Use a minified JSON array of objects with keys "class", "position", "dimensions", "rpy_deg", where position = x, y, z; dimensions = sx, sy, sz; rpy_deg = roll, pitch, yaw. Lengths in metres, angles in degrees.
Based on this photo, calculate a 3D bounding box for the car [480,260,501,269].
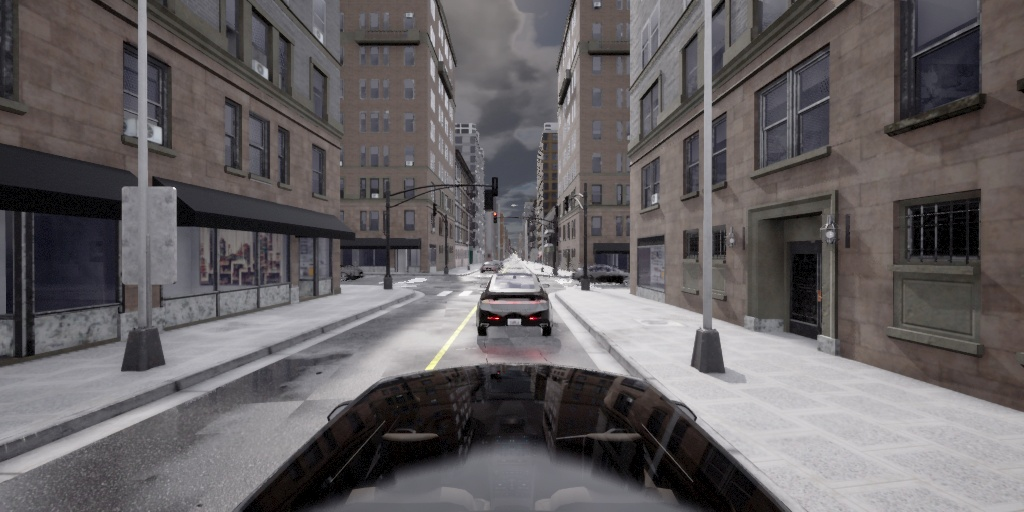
[{"class":"car","position":[-2.719,1.372,44.002],"dimensions":[1.994,1.385,4.181],"rpy_deg":[0,0,1]}]

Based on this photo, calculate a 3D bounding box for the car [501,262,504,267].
[{"class":"car","position":[-2.625,1.334,53.955],"dimensions":[1.837,1.490,4.892],"rpy_deg":[0,0,0]}]

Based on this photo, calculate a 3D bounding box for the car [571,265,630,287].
[{"class":"car","position":[6.796,1.409,26.229],"dimensions":[4.902,1.511,2.128],"rpy_deg":[1,0,0]}]

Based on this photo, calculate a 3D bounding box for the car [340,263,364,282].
[{"class":"car","position":[-13.412,1.101,26.252],"dimensions":[4.892,1.490,1.837],"rpy_deg":[1,0,0]}]

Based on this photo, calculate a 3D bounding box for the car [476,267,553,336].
[{"class":"car","position":[0.074,1.243,10.348],"dimensions":[2.128,1.511,4.902],"rpy_deg":[0,0,1]}]
